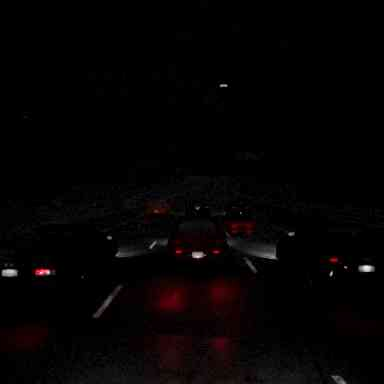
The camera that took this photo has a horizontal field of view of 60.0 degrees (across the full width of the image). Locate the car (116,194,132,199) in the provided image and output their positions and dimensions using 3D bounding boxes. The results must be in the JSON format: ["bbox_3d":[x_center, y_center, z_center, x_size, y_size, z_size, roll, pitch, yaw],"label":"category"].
[{"bbox_3d":[-15.054,1.128,75.289,1.994,1.385,4.181,0,1,3],"label":"car"}]

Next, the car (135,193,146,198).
[{"bbox_3d":[-11.562,1.059,75.056,1.882,1.535,5.008,0,1,3],"label":"car"}]

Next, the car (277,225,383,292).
[{"bbox_3d":[3.656,1.566,8.937,1.994,1.385,4.181,0,0,0],"label":"car"}]

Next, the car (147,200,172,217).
[{"bbox_3d":[-2.959,1.477,30.782,1.882,1.535,5.008,0,0,1],"label":"car"}]

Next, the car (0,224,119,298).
[{"bbox_3d":[-3.354,1.547,8.674,2.033,1.411,5.357,0,0,0],"label":"car"}]

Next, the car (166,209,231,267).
[{"bbox_3d":[0.175,1.527,11.285,1.812,1.442,4.674,0,0,1],"label":"car"}]

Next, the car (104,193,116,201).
[{"bbox_3d":[-18.547,1.095,75.519,2.128,1.511,4.902,0,1,3],"label":"car"}]

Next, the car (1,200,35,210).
[{"bbox_3d":[-17.062,1.552,33.985,1.994,1.385,4.181,0,0,2],"label":"car"}]

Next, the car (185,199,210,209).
[{"bbox_3d":[0.498,1.354,28.978,2.097,1.767,4.553,0,0,1],"label":"car"}]

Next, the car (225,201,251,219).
[{"bbox_3d":[4.004,1.496,29.248,2.128,1.511,4.902,0,0,1],"label":"car"}]

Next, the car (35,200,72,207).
[{"bbox_3d":[-13.573,1.517,33.702,1.812,1.442,4.674,0,0,2],"label":"car"}]
